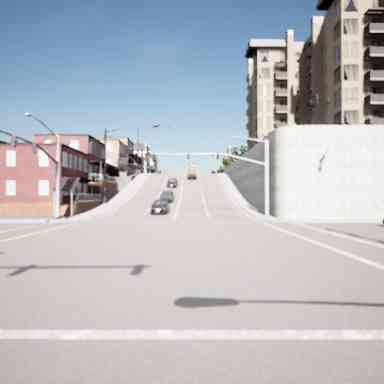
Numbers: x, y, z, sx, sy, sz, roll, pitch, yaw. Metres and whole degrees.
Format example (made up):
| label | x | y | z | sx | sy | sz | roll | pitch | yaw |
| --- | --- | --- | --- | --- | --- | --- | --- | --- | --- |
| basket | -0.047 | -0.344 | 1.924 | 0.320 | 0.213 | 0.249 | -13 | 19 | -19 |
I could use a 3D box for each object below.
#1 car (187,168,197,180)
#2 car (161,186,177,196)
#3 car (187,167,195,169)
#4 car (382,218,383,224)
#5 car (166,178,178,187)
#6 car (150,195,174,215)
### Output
| label | x | y | z | sx | sy | sz | roll | pitch | yaw |
| --- | --- | --- | --- | --- | --- | --- | --- | --- | --- |
| car | -0.009 | -3.433 | 69.056 | 1.895 | 1.301 | 4.718 | 0 | 11 | 0 |
| car | -3.587 | 0.575 | 48.132 | 2.033 | 1.411 | 5.357 | 0 | 8 | 1 |
| car | -0.010 | -5.224 | 78.949 | 2.097 | 1.767 | 4.553 | 0 | 5 | 0 |
| car | 16.126 | 1.884 | 23.972 | 4.181 | 1.385 | 1.994 | 0 | -1 | 0 |
| car | -3.561 | -1.702 | 60.007 | 2.128 | 1.511 | 4.902 | 0 | 11 | 0 |
| car | -3.593 | 1.623 | 37.729 | 2.128 | 1.511 | 4.902 | 0 | 4 | 0 |
